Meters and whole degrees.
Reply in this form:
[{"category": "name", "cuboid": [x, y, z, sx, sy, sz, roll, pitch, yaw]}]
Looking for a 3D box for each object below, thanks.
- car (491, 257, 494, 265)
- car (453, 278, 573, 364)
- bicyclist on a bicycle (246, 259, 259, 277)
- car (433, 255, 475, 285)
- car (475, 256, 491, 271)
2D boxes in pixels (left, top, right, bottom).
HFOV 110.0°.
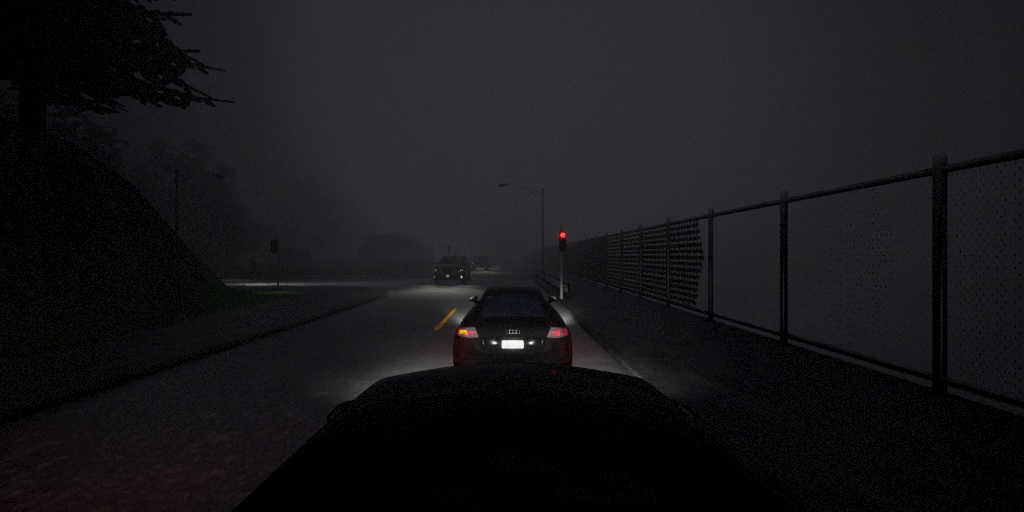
[{"category": "car", "cuboid": [-4.565, 1.272, 62.312, 1.812, 1.442, 4.674, 0, 0, 0]}, {"category": "car", "cuboid": [0.018, 1.314, 7.464, 1.994, 1.385, 4.181, 0, 0, 0]}, {"category": "bicyclist on a bicycle", "cuboid": [-24.050, 1.097, 33.279, 0.582, 1.620, 1.656, 0, 0, 0]}, {"category": "car", "cuboid": [-4.302, 0.969, 26.623, 2.150, 2.045, 5.566, 0, 0, 0]}, {"category": "car", "cuboid": [-4.494, 0.966, 50.593, 2.150, 2.045, 5.566, 0, 0, 0]}]
